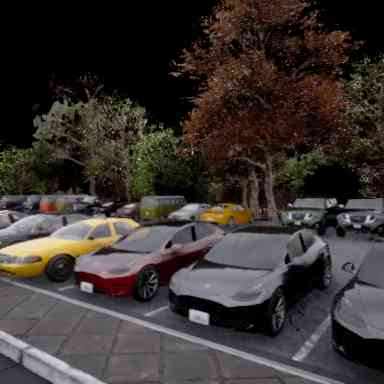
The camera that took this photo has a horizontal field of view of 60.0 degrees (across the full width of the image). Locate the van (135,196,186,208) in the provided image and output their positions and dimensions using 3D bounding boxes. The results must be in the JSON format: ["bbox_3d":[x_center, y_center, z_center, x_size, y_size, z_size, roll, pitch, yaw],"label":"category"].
[{"bbox_3d":[-1.973,1.295,25.941,1.878,1.987,4.442,0,0,36],"label":"van"}]

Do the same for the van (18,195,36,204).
[{"bbox_3d":[-15.571,1.326,35.515,1.878,1.987,4.442,-1,0,36],"label":"van"}]

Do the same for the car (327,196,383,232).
[{"bbox_3d":[9.257,1.243,17.618,2.435,2.045,5.566,0,0,36],"label":"car"}]

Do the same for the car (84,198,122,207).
[{"bbox_3d":[-6.428,1.530,29.021,2.097,1.535,5.008,0,0,36],"label":"car"}]

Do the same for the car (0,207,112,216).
[{"bbox_3d":[-5.213,1.514,11.997,2.231,1.521,4.892,0,0,36],"label":"car"}]

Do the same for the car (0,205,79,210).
[{"bbox_3d":[-7.468,1.519,13.616,2.231,1.521,4.892,0,0,36],"label":"car"}]

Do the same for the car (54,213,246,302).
[{"bbox_3d":[-0.739,1.532,8.708,2.163,1.488,4.792,0,0,36],"label":"car"}]

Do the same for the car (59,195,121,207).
[{"bbox_3d":[-8.786,1.285,30.702,2.435,2.045,5.566,0,0,36],"label":"car"}]

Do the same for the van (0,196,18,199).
[{"bbox_3d":[-19.936,1.407,38.679,1.878,1.987,4.442,-1,-1,36],"label":"van"}]

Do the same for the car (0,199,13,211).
[{"bbox_3d":[-26.593,1.783,43.644,2.231,1.521,4.892,-1,-1,36],"label":"car"}]

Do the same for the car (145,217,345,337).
[{"bbox_3d":[1.509,1.527,7.078,2.163,1.488,4.792,0,0,36],"label":"car"}]

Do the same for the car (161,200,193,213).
[{"bbox_3d":[0.203,1.555,24.222,2.002,1.452,4.674,0,0,36],"label":"car"}]

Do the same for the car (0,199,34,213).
[{"bbox_3d":[-22.213,1.680,40.247,1.946,1.575,5.366,-1,-1,36],"label":"car"}]

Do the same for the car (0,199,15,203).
[{"bbox_3d":[-11.977,1.403,16.856,2.185,1.767,4.553,0,0,36],"label":"car"}]

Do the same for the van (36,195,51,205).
[{"bbox_3d":[-13.085,1.320,33.999,1.878,1.987,4.442,0,0,36],"label":"van"}]

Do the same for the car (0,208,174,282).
[{"bbox_3d":[-3.078,1.504,10.212,1.946,1.575,5.366,0,0,36],"label":"car"}]

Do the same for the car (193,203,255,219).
[{"bbox_3d":[2.542,1.510,22.516,2.097,1.535,5.008,0,0,36],"label":"car"}]

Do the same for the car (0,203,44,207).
[{"bbox_3d":[-9.820,1.520,15.101,1.946,1.575,5.366,0,0,36],"label":"car"}]

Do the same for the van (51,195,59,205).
[{"bbox_3d":[-10.943,1.315,32.446,1.878,1.987,4.442,0,0,36],"label":"van"}]

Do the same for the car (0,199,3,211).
[{"bbox_3d":[-28.835,1.832,45.271,2.097,1.535,5.008,-1,-1,36],"label":"car"}]

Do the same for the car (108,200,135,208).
[{"bbox_3d":[-4.183,1.566,27.397,2.002,1.452,4.674,0,0,36],"label":"car"}]

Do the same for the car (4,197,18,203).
[{"bbox_3d":[-17.619,1.583,37.150,2.097,1.535,5.008,-1,-1,36],"label":"car"}]

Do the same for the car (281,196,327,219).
[{"bbox_3d":[7.014,1.248,19.244,2.435,2.045,5.566,0,0,36],"label":"car"}]

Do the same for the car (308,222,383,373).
[{"bbox_3d":[3.756,1.521,5.449,2.163,1.488,4.792,0,0,36],"label":"car"}]
